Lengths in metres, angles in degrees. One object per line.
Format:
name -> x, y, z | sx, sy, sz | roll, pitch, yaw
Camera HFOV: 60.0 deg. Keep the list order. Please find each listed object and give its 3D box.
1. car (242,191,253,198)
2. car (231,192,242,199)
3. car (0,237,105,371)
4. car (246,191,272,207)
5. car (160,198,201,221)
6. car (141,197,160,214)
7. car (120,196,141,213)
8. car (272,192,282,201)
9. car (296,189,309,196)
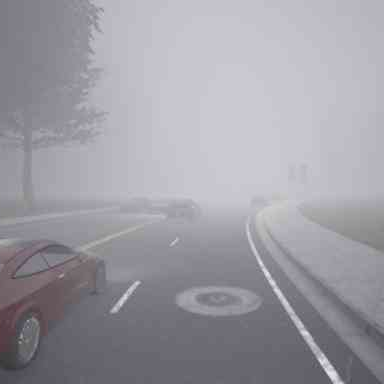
car -> 12.709, 0.593, 68.653 | 1.882, 1.535, 5.008 | -1, 1, 31
car -> 10.195, 0.662, 70.765 | 2.033, 1.411, 5.357 | -1, 1, 31
car -> -2.893, 1.483, 5.504 | 1.812, 1.442, 4.674 | 0, 0, 2
car -> 8.649, 1.047, 42.534 | 1.837, 1.490, 4.892 | 0, 1, 20
car -> -0.521, 1.295, 24.972 | 2.128, 1.511, 4.902 | 0, 1, 11
car -> -2.670, 1.298, 31.466 | 2.033, 1.411, 5.357 | 0, 1, 13
car -> -5.484, 1.224, 33.387 | 1.882, 1.535, 5.008 | 0, 1, 14
car -> 14.761, 0.748, 59.472 | 1.812, 1.442, 4.674 | 0, 1, 28
car -> 25.738, 0.092, 77.244 | 2.097, 1.767, 4.553 | -1, 1, 33
